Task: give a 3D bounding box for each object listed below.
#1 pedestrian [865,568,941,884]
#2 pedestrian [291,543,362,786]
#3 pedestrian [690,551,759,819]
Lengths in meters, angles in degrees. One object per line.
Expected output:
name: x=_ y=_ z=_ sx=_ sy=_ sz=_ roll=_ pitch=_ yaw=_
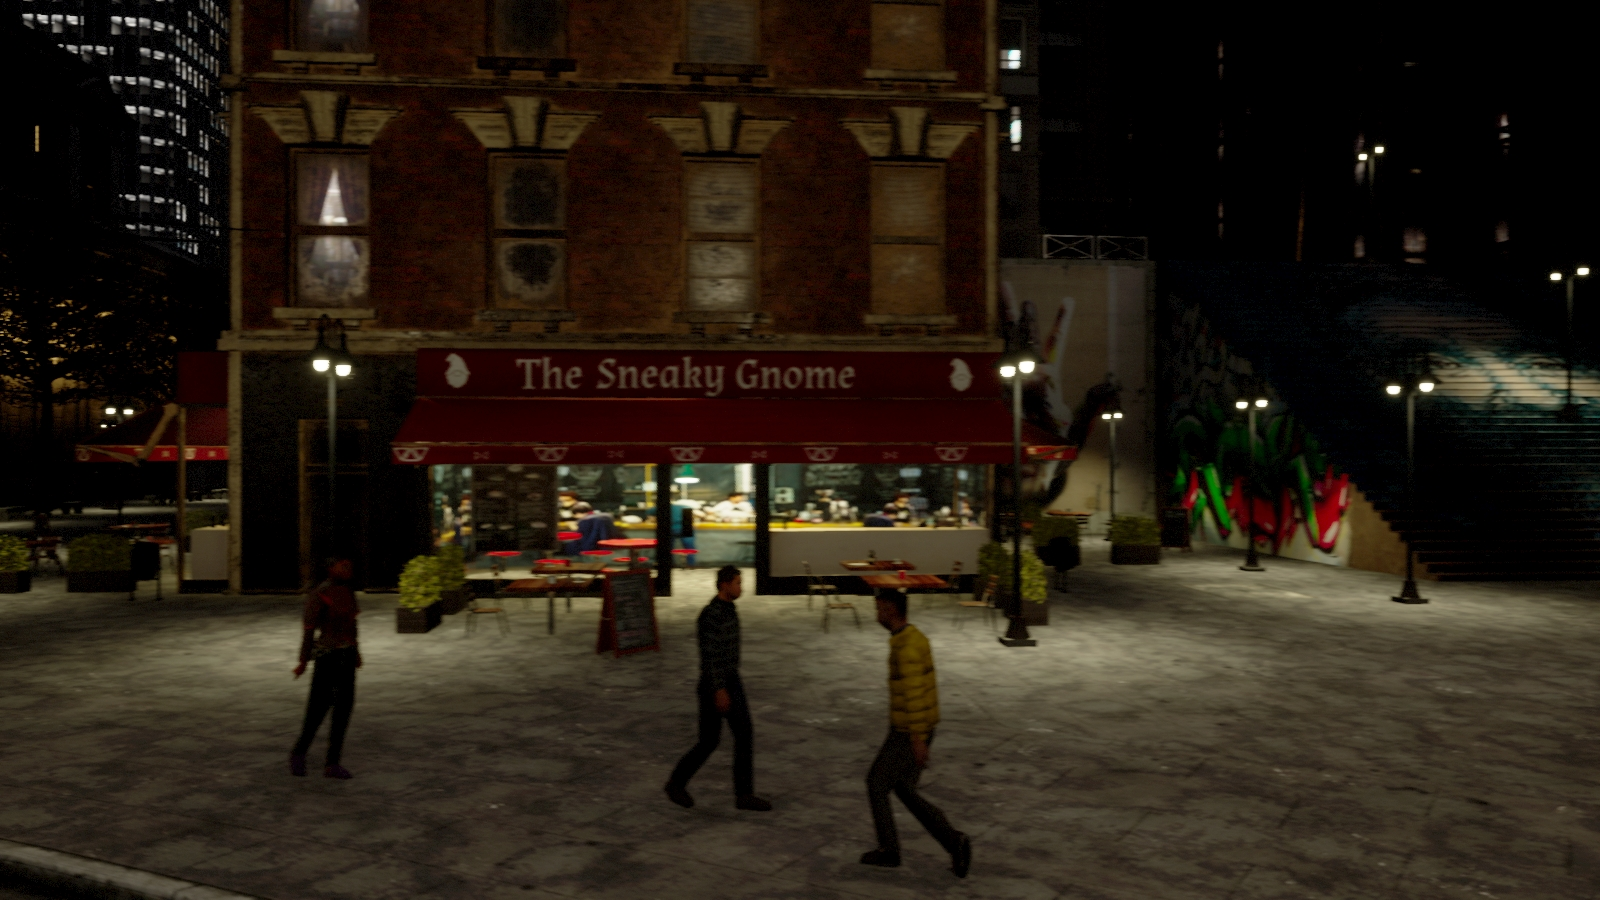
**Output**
pedestrian: x=0.650 y=1.693 z=7.159 sx=0.375 sy=1.860 sz=0.375 roll=0 pitch=0 yaw=23
pedestrian: x=-3.805 y=1.695 z=9.190 sx=0.375 sy=1.860 sz=0.375 roll=0 pitch=0 yaw=26
pedestrian: x=-0.550 y=1.694 z=8.374 sx=0.375 sy=1.860 sz=0.375 roll=0 pitch=0 yaw=21
